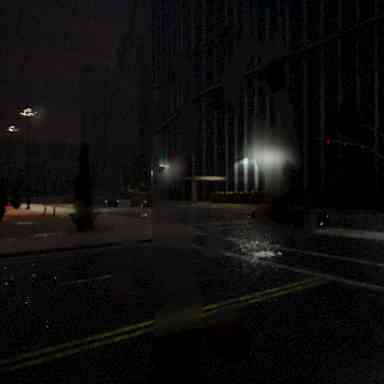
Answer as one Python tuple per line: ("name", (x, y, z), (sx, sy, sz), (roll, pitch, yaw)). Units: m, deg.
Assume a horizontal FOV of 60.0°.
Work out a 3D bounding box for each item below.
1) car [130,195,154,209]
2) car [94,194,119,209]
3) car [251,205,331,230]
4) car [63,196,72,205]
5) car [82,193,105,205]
("car", (-6.237, 1.210, 43.064), (2.097, 1.767, 4.553), (-1, 0, -36))
("car", (-11.388, 1.235, 44.218), (2.097, 1.767, 4.553), (-1, 0, -36))
("car", (5.975, 1.482, 20.447), (1.895, 1.301, 4.718), (-1, 0, -36))
("car", (-20.790, 1.447, 57.371), (1.994, 1.385, 4.181), (-1, 0, -36))
("car", (-17.333, 1.158, 58.561), (2.150, 2.045, 5.566), (-1, 0, -36))
